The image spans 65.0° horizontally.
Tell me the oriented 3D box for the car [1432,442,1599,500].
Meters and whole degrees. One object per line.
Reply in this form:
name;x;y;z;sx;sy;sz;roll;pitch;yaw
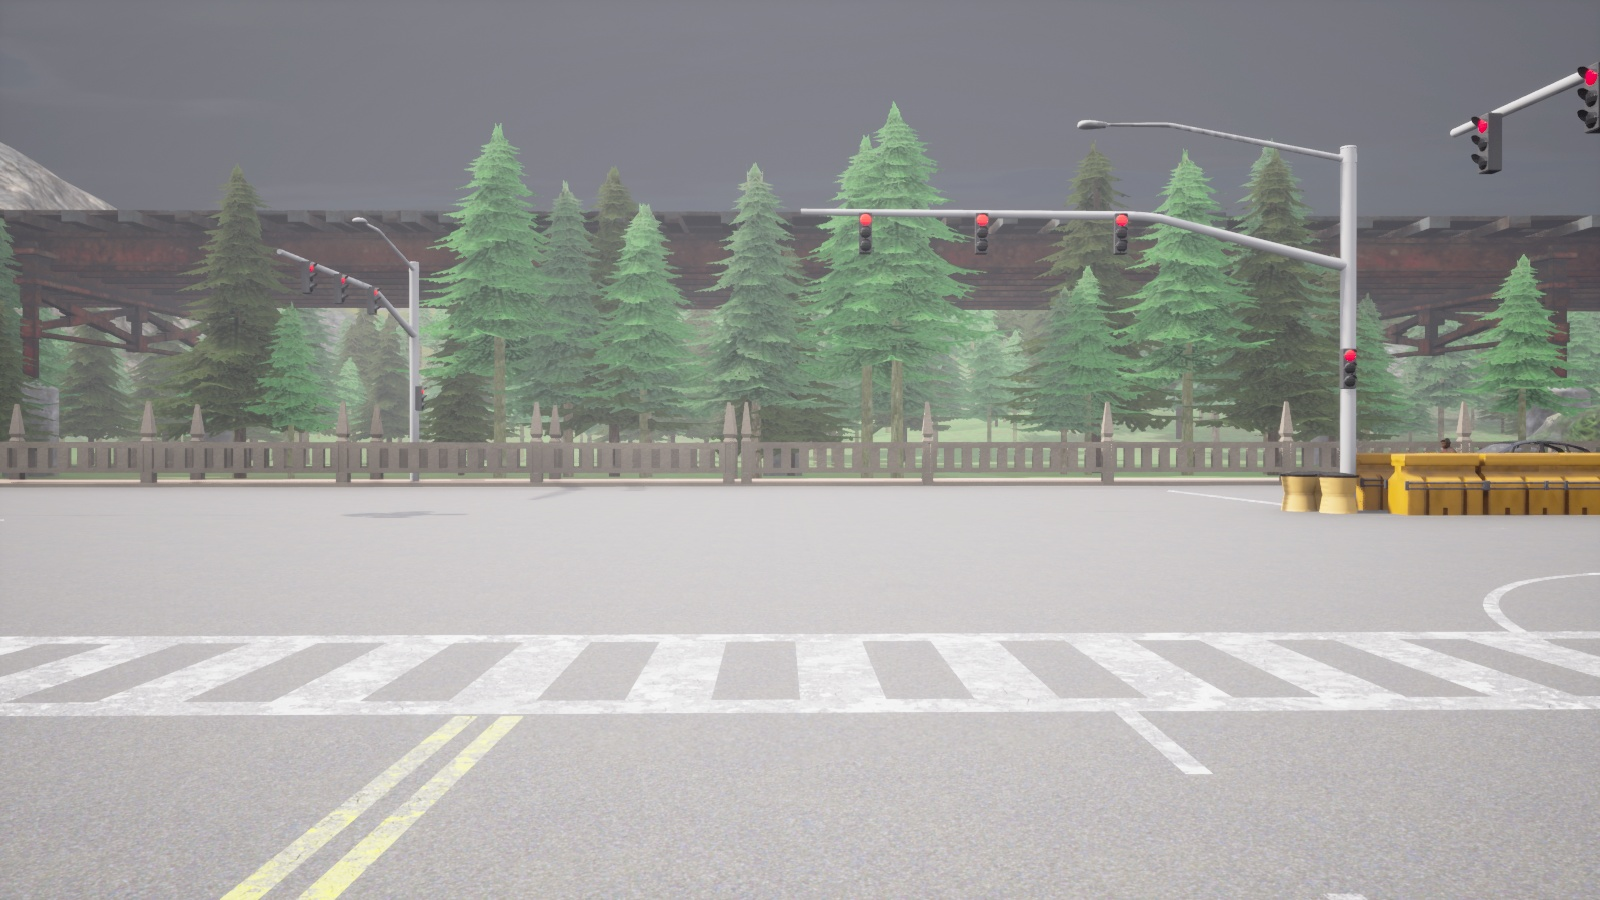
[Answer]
car;19.571;0.547;34.279;3.705;1.549;1.789;0;0;-1
